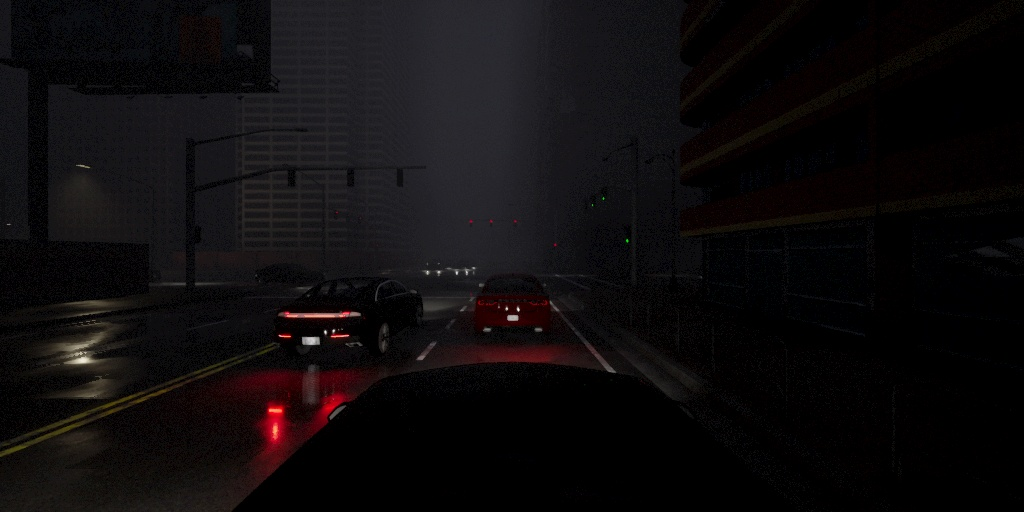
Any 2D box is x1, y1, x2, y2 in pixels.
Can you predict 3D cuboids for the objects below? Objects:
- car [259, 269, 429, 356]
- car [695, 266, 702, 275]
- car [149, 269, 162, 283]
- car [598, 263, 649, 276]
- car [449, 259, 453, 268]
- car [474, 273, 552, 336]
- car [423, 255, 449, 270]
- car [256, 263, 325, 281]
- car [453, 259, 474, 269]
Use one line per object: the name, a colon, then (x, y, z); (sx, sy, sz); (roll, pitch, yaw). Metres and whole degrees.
car: (-3.475, 1.242, 8.573); (2.128, 1.511, 4.902); (0, 0, -1)
car: (21.460, 1.228, 36.714); (5.008, 1.535, 1.882); (0, 0, 0)
car: (-28.335, 1.242, 25.968); (4.902, 1.511, 2.128); (0, 0, 0)
car: (11.333, 1.351, 36.766); (4.718, 1.301, 1.895); (0, 0, 2)
car: (-10.998, 1.297, 61.927); (2.033, 1.411, 5.357); (0, 0, 0)
car: (0.014, 1.228, 10.461); (1.882, 1.535, 5.008); (0, 0, 0)
car: (-10.952, 1.102, 51.728); (2.097, 1.767, 4.553); (0, 0, 0)
car: (-15.244, 1.227, 24.750); (5.008, 1.535, 1.882); (0, -1, 18)
car: (-7.477, 1.255, 55.636); (1.837, 1.490, 4.892); (0, 0, 0)
